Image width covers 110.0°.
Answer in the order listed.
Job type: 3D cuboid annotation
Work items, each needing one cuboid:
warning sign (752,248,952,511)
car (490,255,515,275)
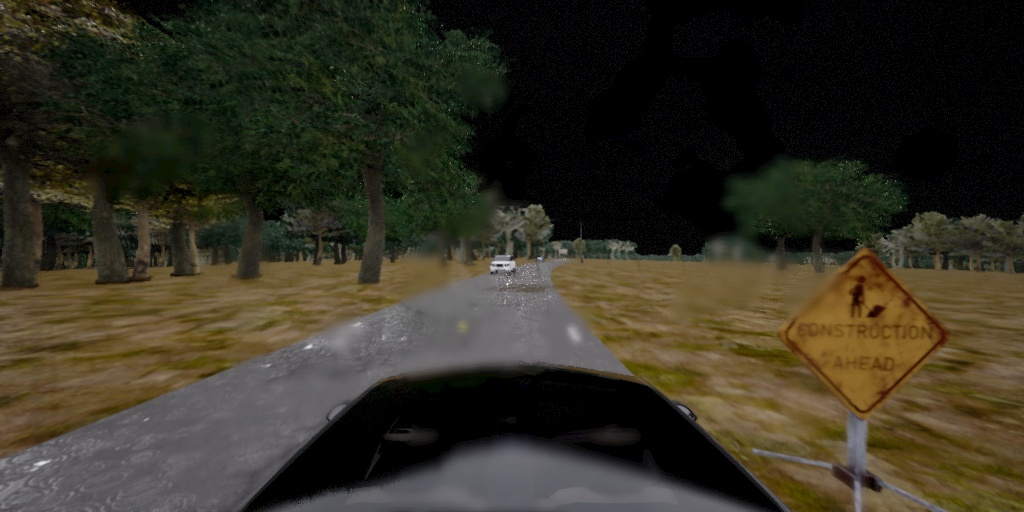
[{"bbox_3d":[2.644,0.869,2.755,1.300,1.860,1.060,0,0,0],"label":"warning sign"},{"bbox_3d":[-0.952,0.903,38.627,2.150,2.045,5.566,0,0,7],"label":"car"}]
